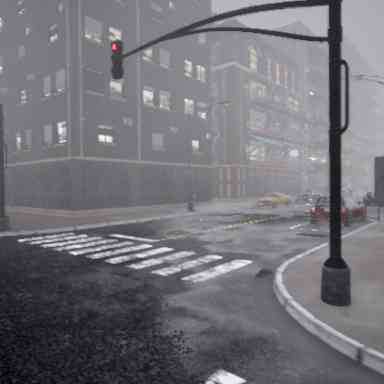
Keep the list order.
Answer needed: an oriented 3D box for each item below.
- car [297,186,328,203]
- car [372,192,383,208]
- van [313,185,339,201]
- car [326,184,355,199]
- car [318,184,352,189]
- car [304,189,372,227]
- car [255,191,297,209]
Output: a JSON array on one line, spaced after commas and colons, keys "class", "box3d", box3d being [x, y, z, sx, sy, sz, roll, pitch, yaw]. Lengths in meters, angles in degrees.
[{"class": "car", "box3d": [12.446, 0.409, 35.563, 2.008, 1.369, 4.403, 1, 2, 40]}, {"class": "car", "box3d": [14.475, 0.628, 25.754, 2.008, 1.369, 4.403, 1, 2, 40]}, {"class": "van", "box3d": [16.109, 0.029, 39.893, 1.690, 1.788, 3.998, 1, 2, 40]}, {"class": "car", "box3d": [19.773, -0.168, 44.229, 2.192, 1.841, 5.009, 1, 2, 40]}, {"class": "car", "box3d": [14.980, 0.190, 34.733, 2.097, 1.767, 4.553, 0, 2, 40]}, {"class": "car", "box3d": [7.851, 0.834, 17.711, 1.967, 1.590, 4.097, 1, 2, 40]}, {"class": "car", "box3d": [7.261, 0.627, 29.443, 1.752, 1.417, 4.829, 1, 2, 40]}]
